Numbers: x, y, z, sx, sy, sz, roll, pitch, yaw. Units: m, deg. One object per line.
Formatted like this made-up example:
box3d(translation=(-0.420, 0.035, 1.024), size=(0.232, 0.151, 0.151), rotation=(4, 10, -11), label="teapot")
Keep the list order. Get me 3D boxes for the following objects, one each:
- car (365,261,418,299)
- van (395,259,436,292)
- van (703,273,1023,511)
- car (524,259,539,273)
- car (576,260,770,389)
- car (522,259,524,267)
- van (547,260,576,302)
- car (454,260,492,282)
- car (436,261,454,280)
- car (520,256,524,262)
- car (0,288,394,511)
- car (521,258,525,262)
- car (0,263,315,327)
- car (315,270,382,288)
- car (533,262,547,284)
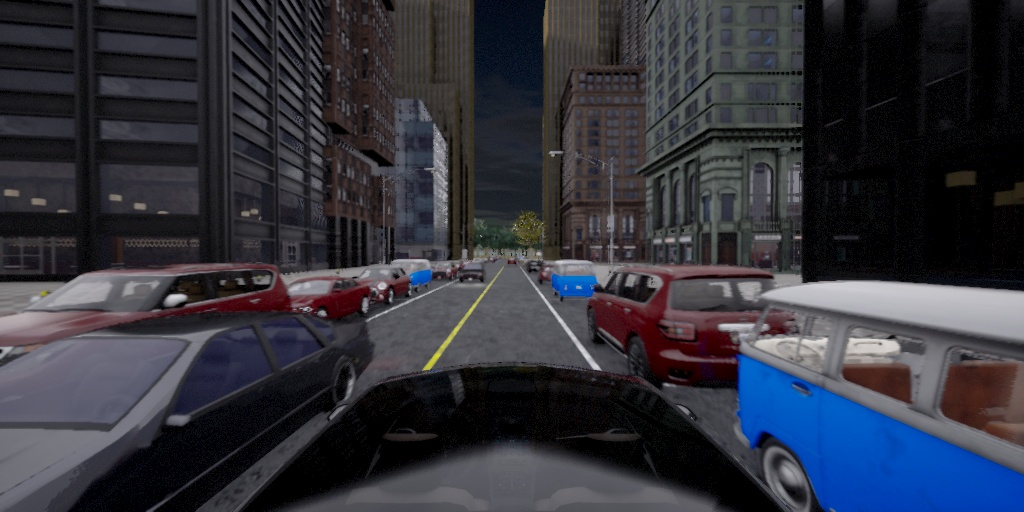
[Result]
box3d(translation=(-5.765, 1.186, 15.649), size=(1.967, 1.591, 4.097), rotation=(0, 0, 0), label="car")
box3d(translation=(-5.766, 1.085, 20.536), size=(1.690, 1.789, 3.998), rotation=(0, 0, 0), label="van")
box3d(translation=(2.783, 1.091, 1.585), size=(1.690, 1.789, 3.998), rotation=(0, 0, 0), label="van")
box3d(translation=(2.755, 1.297, 42.120), size=(1.948, 1.339, 4.313), rotation=(0, 0, 0), label="car")
box3d(translation=(2.788, 1.064, 6.673), size=(2.192, 1.841, 5.009), rotation=(0, 0, 0), label="car")
box3d(translation=(2.754, 1.291, 47.323), size=(1.948, 1.339, 4.313), rotation=(0, 0, 0), label="car")
box3d(translation=(2.797, 1.087, 16.848), size=(1.690, 1.789, 3.998), rotation=(0, 0, 0), label="van")
box3d(translation=(-3.013, 1.288, 28.671), size=(2.033, 1.411, 5.357), rotation=(0, 0, 0), label="car")
box3d(translation=(-5.768, 1.179, 30.487), size=(1.967, 1.591, 4.097), rotation=(0, 0, 0), label="car")
box3d(translation=(2.751, 1.226, 63.102), size=(1.751, 1.417, 4.829), rotation=(0, 0, 0), label="car")
box3d(translation=(-3.085, 1.296, 3.351), size=(2.033, 1.411, 5.357), rotation=(0, 0, 1), label="car")
box3d(translation=(2.753, 1.270, 52.526), size=(2.007, 1.370, 4.403), rotation=(0, 0, 0), label="car")
box3d(translation=(-5.764, 1.064, 5.877), size=(2.192, 1.841, 5.009), rotation=(0, 0, 0), label="car")
box3d(translation=(-5.765, 1.293, 10.764), size=(1.888, 1.381, 4.507), rotation=(0, 0, 0), label="car")
box3d(translation=(2.758, 1.324, 26.511), size=(1.802, 1.307, 4.207), rotation=(0, 0, 0), label="car")
